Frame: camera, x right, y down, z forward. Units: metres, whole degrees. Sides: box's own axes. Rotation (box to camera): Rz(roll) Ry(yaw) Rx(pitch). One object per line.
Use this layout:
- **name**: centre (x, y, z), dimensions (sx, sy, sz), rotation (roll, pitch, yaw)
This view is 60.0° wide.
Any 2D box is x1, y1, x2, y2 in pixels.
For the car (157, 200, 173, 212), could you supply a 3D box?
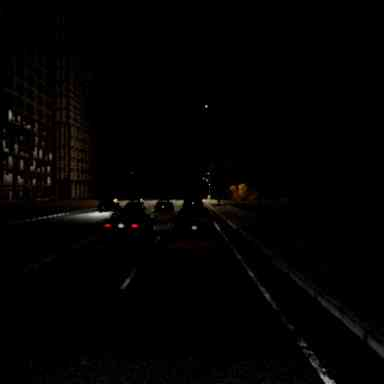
- **car**: centre (-3.143, 1.552, 38.181), dimensions (1.994, 1.385, 4.181), rotation (0, 0, 0)

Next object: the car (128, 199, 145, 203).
- **car**: centre (-6.590, 1.536, 38.902), dimensions (2.033, 1.411, 5.357), rotation (0, 0, 0)

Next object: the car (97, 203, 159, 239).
- **car**: centre (-3.146, 1.542, 17.249), dimensions (2.033, 1.411, 5.357), rotation (0, 0, 0)

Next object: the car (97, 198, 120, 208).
- **car**: centre (-9.835, 1.481, 39.429), dimensions (2.128, 1.511, 4.902), rotation (0, 0, 0)

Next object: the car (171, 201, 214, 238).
- **car**: centre (0.104, 1.472, 17.692), dimensions (1.882, 1.535, 5.008), rotation (0, 0, 0)

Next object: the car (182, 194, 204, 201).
- **car**: centre (0.107, 1.210, 36.573), dimensions (2.150, 2.045, 5.566), rotation (0, 0, 0)
